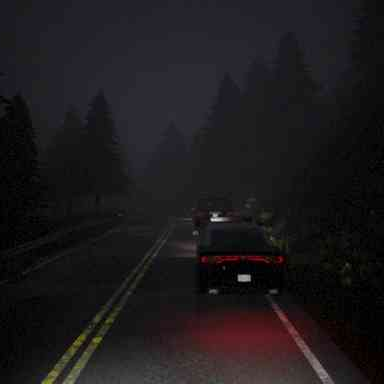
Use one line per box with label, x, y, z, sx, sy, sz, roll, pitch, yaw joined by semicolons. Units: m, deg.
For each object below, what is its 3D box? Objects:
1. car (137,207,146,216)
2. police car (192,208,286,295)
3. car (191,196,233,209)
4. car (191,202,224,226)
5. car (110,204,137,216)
car;-8.064;2.717;45.552;1.994;1.385;4.181;4;-8;-40
police car;1.037;1.442;8.926;1.930;1.638;5.238;0;0;1
car;1.191;1.263;18.887;2.150;2.045;5.566;0;0;1
car;1.066;1.579;25.142;1.837;1.490;4.892;1;0;-5
car;-8.889;2.204;40.700;1.812;1.442;4.674;3;-6;-33
